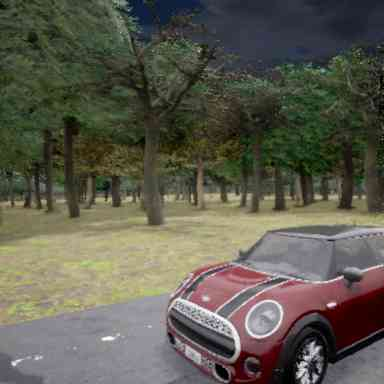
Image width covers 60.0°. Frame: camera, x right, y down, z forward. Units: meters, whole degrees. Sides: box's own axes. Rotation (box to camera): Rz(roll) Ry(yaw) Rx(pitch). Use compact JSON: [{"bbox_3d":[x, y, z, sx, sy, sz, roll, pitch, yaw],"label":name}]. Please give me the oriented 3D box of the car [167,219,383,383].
[{"bbox_3d":[1.843,1.365,5.307,4.553,1.767,2.097,0,0,-36],"label":"car"}]
